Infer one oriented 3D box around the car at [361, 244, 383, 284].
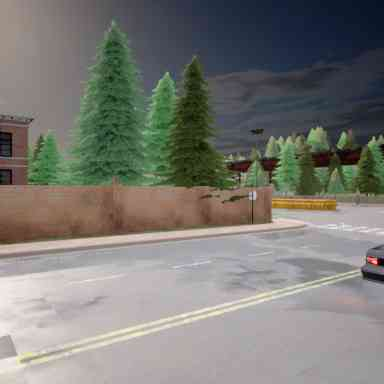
[{"bbox_3d":[6.323,1.547,8.239,5.357,1.411,2.033,0,0,-35],"label":"car"}]
